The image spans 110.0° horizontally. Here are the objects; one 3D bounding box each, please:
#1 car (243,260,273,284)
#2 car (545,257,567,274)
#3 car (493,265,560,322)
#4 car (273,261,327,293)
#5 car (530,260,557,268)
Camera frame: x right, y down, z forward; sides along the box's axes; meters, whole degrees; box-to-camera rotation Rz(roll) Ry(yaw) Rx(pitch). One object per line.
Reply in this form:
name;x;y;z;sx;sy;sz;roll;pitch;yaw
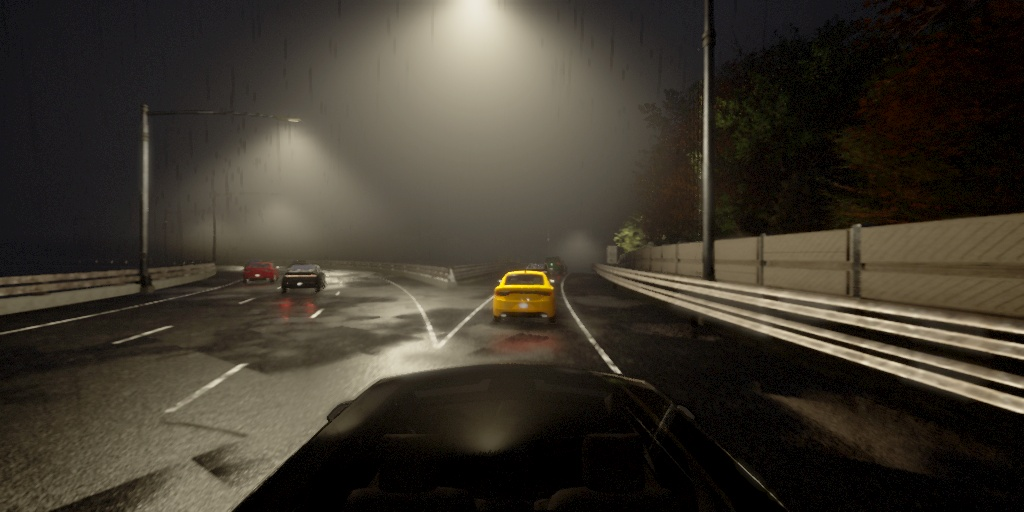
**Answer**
car;-19.197;1.232;27.584;1.882;1.535;5.008;0;0;-28
car;4.977;1.107;42.784;2.150;2.045;5.566;0;-1;11
car;0.487;1.247;12.520;1.882;1.535;5.008;0;0;4
car;-11.920;1.249;20.743;2.128;1.511;4.902;0;0;-23
car;1.971;1.288;26.364;2.128;1.511;4.902;0;0;8
